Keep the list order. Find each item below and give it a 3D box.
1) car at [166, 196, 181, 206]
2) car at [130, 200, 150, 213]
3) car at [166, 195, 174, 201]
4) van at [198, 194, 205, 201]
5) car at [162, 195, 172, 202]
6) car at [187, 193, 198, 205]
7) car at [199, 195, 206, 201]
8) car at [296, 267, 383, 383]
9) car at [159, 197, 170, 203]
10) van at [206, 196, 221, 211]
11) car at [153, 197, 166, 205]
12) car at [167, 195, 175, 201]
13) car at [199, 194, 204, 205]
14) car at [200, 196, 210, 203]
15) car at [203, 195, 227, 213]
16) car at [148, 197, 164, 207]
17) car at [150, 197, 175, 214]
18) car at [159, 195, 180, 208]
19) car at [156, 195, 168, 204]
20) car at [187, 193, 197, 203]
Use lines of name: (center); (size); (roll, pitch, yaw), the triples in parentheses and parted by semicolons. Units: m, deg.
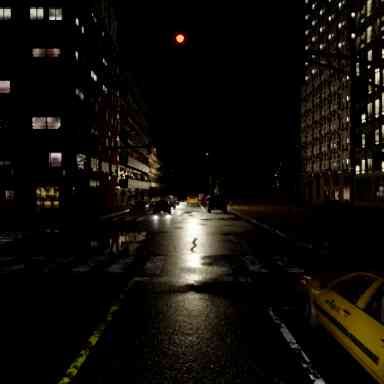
car: (-3.053, 1.526, 55.611); (2.128, 1.511, 4.902); (0, 0, 0)
car: (-5.698, 1.563, 36.381); (2.008, 1.369, 4.403); (0, 0, 0)
car: (-5.706, 1.613, 85.951); (1.752, 1.417, 4.829); (0, 0, 0)
van: (2.672, 1.441, 91.648); (1.690, 1.788, 3.998); (0, 0, 0)
car: (-5.705, 1.507, 75.068); (1.967, 1.590, 4.097); (0, 0, 0)
car: (0.092, 1.521, 61.203); (1.882, 1.535, 5.008); (0, 0, 0)
car: (2.674, 1.613, 86.292); (1.752, 1.417, 4.829); (0, 0, 0)
car: (2.686, 1.525, 4.140); (1.752, 1.417, 4.829); (0, 0, 0)
car: (-5.704, 1.639, 69.541); (1.802, 1.307, 4.206); (0, 0, 0)
van: (2.679, 1.358, 41.909); (1.690, 1.788, 3.998); (0, 0, 0)
car: (-5.702, 1.584, 58.487); (1.887, 1.381, 4.507); (0, 0, 0)
car: (-5.707, 1.644, 91.647); (1.887, 1.381, 4.507); (0, 0, 0)
car: (2.677, 1.354, 58.488); (2.192, 1.841, 5.009); (0, 0, 0)
car: (2.676, 1.602, 69.542); (1.887, 1.381, 4.507); (0, 0, 0)
car: (2.680, 1.327, 36.383); (2.192, 1.841, 5.009); (0, 0, 0)
car: (-5.701, 1.581, 52.961); (2.008, 1.369, 4.403); (0, 0, 0)
car: (-3.127, 1.559, 35.290); (2.033, 1.411, 5.357); (0, 0, -4)
car: (-3.095, 1.568, 45.418); (2.033, 1.411, 5.357); (0, 0, 0)
car: (-5.704, 1.488, 64.014); (1.967, 1.590, 4.097); (0, 0, 0)
car: (-0.008, 1.293, 75.872); (2.150, 2.045, 5.566); (0, 0, 0)
